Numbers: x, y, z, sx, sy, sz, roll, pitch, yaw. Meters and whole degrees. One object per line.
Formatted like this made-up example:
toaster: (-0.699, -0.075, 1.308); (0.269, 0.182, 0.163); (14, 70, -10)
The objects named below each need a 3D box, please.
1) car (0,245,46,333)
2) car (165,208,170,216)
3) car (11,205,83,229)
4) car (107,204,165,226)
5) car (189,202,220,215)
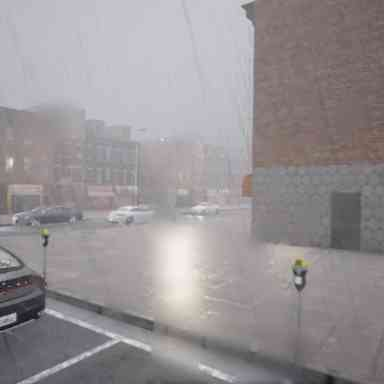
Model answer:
car: (-4.350, 1.550, 5.897); (4.403, 1.369, 2.008); (0, 1, 36)
car: (-4.374, 1.857, 31.596); (2.033, 1.411, 5.357); (1, 0, 35)
car: (-10.111, 1.671, 23.574); (2.128, 1.511, 4.902); (1, 0, 36)
car: (-4.576, 1.821, 26.254); (1.812, 1.442, 4.674); (1, 0, 35)
car: (1.606, 1.956, 39.930); (1.812, 1.442, 4.674); (1, 0, 36)
